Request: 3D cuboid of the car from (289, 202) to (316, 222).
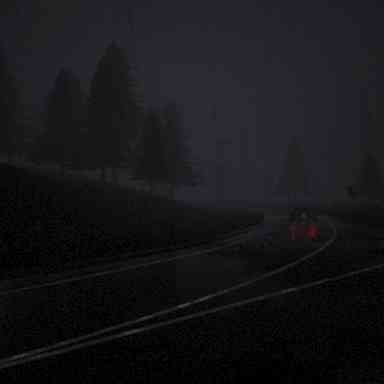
[{"bbox_3d":[8.711,1.535,26.346,1.812,1.442,4.674,0,0,15],"label":"car"}]
